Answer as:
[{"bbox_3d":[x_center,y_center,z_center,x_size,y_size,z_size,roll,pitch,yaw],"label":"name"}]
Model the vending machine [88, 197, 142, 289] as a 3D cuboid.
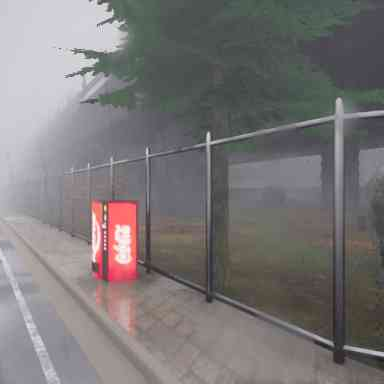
[{"bbox_3d":[-1.936,1.195,8.332,1.100,2.100,0.880,0,0,-33],"label":"vending machine"}]
